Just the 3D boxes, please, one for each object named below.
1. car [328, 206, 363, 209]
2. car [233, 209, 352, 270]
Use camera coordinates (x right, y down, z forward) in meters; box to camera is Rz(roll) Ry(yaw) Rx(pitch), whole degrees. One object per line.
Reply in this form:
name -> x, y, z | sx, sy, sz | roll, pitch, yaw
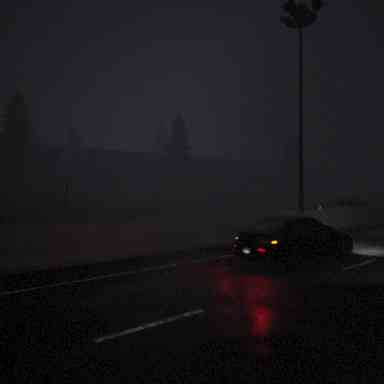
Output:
car -> 12.004, 1.238, 26.693 | 4.553, 1.767, 2.097 | 0, 0, -38
car -> 3.370, 1.485, 10.871 | 4.674, 1.442, 1.812 | 0, 0, -38
